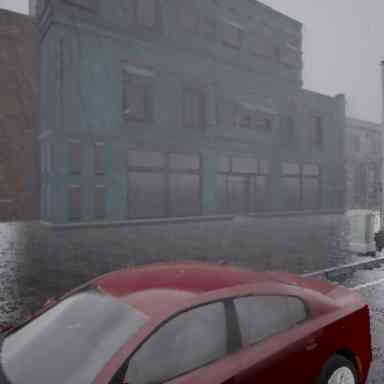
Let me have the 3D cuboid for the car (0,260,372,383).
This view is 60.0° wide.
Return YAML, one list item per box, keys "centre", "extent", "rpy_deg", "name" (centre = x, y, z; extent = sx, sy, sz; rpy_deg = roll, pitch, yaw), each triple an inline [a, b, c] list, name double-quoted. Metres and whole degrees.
- centre: [-0.344, 1.481, 3.009]
  extent: [5.008, 1.535, 1.882]
  rpy_deg: [0, 0, -35]
  name: "car"
